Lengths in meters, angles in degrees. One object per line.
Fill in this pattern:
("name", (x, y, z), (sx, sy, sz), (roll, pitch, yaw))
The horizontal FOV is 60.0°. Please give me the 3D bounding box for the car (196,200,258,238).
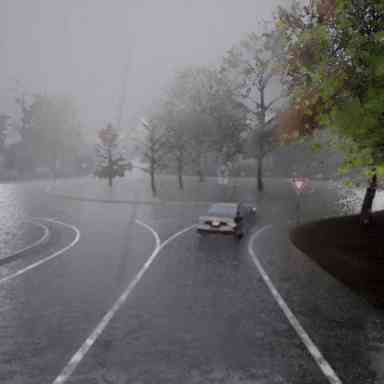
("car", (1.786, 1.096, 15.431), (2.033, 1.411, 5.357), (2, 5, 20))
